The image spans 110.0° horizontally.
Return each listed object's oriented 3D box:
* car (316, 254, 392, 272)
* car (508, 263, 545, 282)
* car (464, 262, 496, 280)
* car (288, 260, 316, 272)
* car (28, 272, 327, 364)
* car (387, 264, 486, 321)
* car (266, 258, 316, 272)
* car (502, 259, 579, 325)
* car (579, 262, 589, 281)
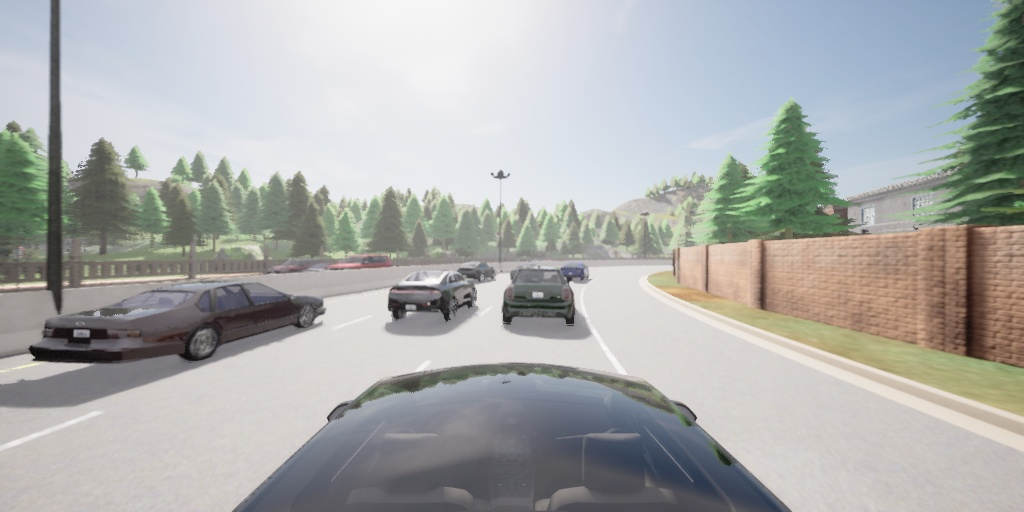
[{"bbox_3d":[-10.865,0.896,25.778,2.150,2.045,5.566,0,0,15],"label":"car"},{"bbox_3d":[1.286,1.290,29.175,1.994,1.385,4.181,0,0,18],"label":"car"},{"bbox_3d":[-2.712,1.214,28.157,1.837,1.490,4.892,0,0,16],"label":"car"},{"bbox_3d":[-14.101,1.224,27.001,1.994,1.385,4.181,0,0,15],"label":"car"},{"bbox_3d":[-6.557,1.262,8.132,2.033,1.411,5.357,0,0,5],"label":"car"},{"bbox_3d":[-2.528,1.219,12.385,2.128,1.511,4.902,0,0,7],"label":"car"},{"bbox_3d":[-17.222,0.997,28.833,2.097,1.767,4.553,0,0,15],"label":"car"},{"bbox_3d":[0.962,1.095,12.056,2.097,1.767,4.553,0,0,7],"label":"car"},{"bbox_3d":[5.383,1.220,30.432,1.882,1.535,5.008,0,0,19],"label":"car"}]
